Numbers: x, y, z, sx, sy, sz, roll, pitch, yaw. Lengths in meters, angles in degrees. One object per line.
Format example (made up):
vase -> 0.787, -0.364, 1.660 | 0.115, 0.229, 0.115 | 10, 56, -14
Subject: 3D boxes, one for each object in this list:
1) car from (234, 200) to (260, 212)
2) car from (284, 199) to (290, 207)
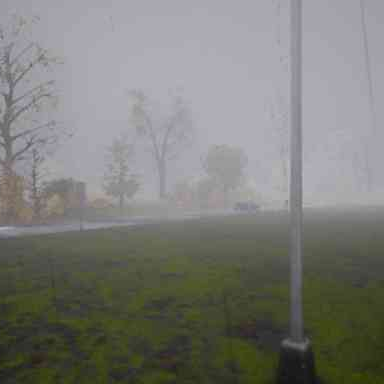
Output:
car -> 7.293, 1.810, 43.700 | 1.837, 1.490, 4.892 | 1, 0, 36
car -> 17.799, 1.914, 58.355 | 2.128, 1.511, 4.902 | 1, 0, 36
